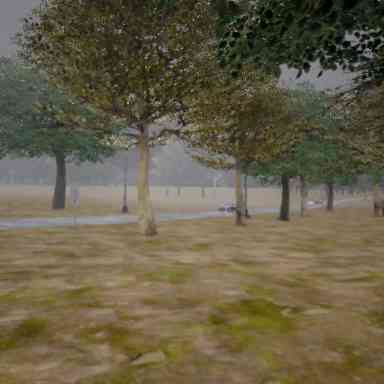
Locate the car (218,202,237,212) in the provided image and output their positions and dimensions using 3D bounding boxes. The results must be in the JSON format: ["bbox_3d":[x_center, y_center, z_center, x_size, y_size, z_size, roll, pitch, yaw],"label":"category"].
[{"bbox_3d":[6.345,2.582,58.210,2.097,1.767,4.553,0,-1,33],"label":"car"}]
